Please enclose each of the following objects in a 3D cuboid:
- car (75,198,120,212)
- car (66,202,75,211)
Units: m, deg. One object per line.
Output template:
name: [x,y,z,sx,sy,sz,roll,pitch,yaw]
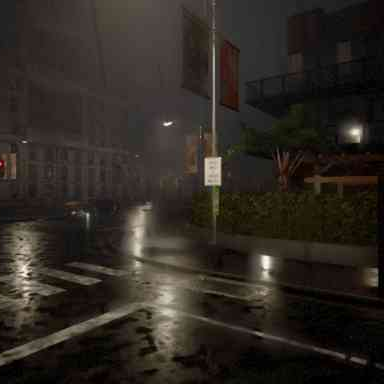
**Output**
car: [-10.553,1.505,38.334,1.837,1.490,4.892,0,0,36]
car: [-13.050,1.478,40.877,1.882,1.535,5.008,0,0,35]
